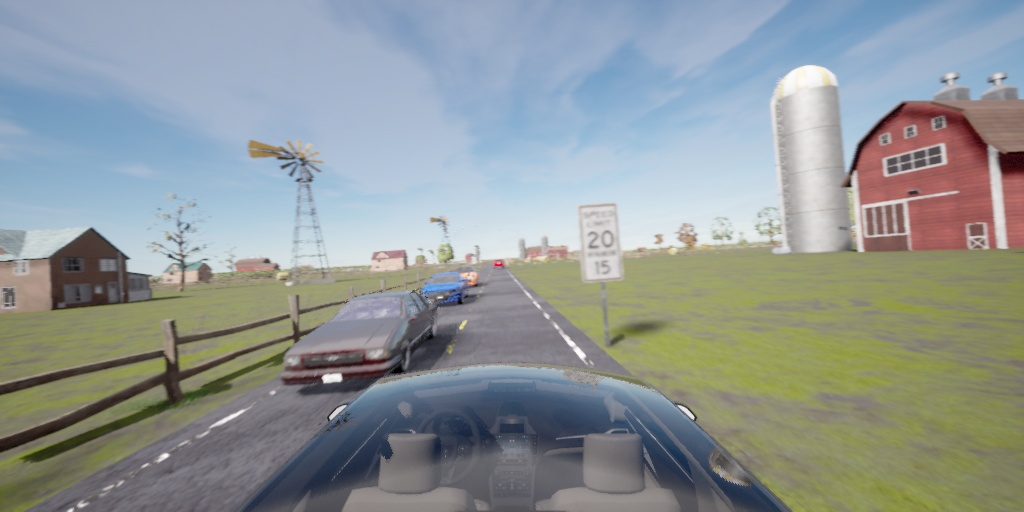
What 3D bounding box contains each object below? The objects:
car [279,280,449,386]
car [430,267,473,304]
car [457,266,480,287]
[{"bbox_3d":[-2.952,1.566,8.297,2.033,1.411,5.357,-4,0,-2],"label":"car"},{"bbox_3d":[-3.365,1.609,18.673,1.882,1.535,5.008,-4,0,-2],"label":"car"},{"bbox_3d":[-3.771,1.596,29.089,2.097,1.767,4.553,-4,0,-2],"label":"car"}]
